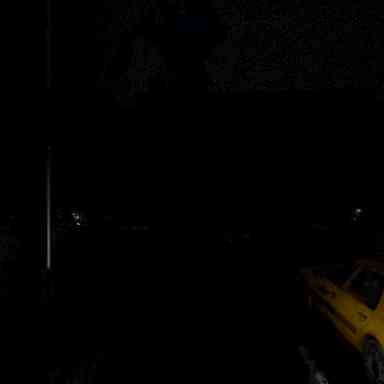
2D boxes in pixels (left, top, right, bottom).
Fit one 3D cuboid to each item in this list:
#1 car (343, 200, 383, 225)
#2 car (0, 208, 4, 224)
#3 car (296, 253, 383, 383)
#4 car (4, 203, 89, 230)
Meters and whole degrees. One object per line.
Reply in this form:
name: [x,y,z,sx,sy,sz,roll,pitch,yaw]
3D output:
car: [13.208,1.343,23.477,4.553,1.767,2.097,-1,-1,2]
car: [-13.002,1.769,24.190,5.357,1.411,2.033,-1,-1,2]
car: [2.842,1.527,4.849,1.752,1.417,4.829,0,0,2]
car: [-8.953,1.505,21.126,4.553,1.767,2.097,-1,-1,2]
